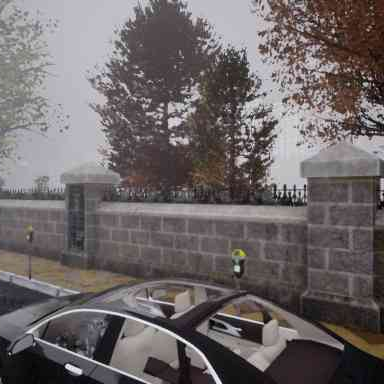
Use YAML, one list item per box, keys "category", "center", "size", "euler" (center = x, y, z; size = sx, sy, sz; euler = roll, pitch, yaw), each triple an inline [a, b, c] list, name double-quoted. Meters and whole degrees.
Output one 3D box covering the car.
- category: "car"
  center: [-0.428, 1.551, 3.183]
  size: [4.403, 1.369, 2.008]
  euler: [0, 0, 36]
